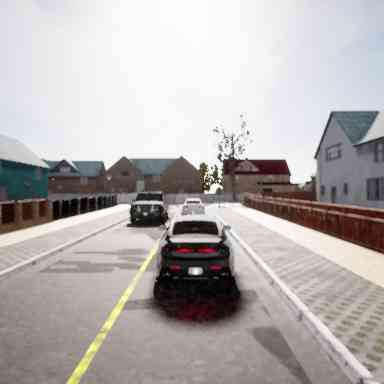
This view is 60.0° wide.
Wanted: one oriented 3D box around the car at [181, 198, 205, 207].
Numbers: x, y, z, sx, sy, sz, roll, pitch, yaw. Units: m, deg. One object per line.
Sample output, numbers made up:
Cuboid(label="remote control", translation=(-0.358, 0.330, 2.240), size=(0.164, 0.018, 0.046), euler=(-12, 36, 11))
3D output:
Cuboid(label="car", translation=(0.102, 1.236, 26.852), size=(1.812, 1.442, 4.674), euler=(0, 0, 0))

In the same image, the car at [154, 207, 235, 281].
Cuboid(label="car", translation=(0.087, 1.386, 9.435), size=(1.837, 1.490, 4.892), euler=(0, 1, 0))

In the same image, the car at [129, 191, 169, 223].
Cuboid(label="car", translation=(-2.831, 0.965, 22.975), size=(2.150, 2.045, 5.566), euler=(0, 0, 0))
